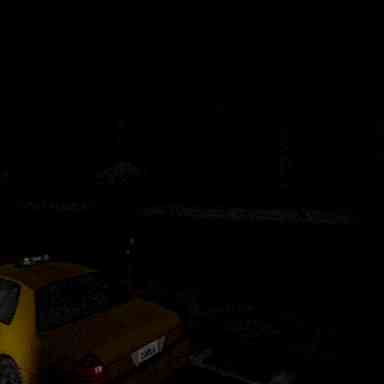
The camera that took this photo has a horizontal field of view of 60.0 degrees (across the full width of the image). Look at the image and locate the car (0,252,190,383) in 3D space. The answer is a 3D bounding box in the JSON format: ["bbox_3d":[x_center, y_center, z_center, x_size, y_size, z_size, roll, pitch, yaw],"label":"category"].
[{"bbox_3d":[-2.304,1.525,4.601,4.829,1.417,1.752,0,0,35],"label":"car"}]
